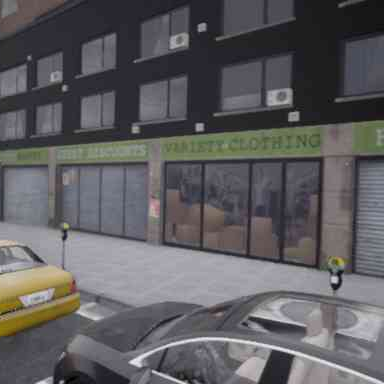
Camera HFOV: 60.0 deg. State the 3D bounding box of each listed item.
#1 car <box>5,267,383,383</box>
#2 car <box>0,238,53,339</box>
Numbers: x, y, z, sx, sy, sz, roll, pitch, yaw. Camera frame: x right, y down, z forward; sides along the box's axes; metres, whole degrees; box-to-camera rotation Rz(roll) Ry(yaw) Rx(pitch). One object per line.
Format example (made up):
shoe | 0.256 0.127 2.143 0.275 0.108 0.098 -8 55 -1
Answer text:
car | 0.674 1.531 2.609 4.403 1.369 2.008 2 2 35
car | -4.011 1.376 5.949 4.829 1.417 1.752 2 2 35
